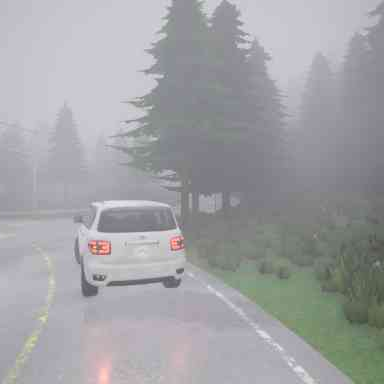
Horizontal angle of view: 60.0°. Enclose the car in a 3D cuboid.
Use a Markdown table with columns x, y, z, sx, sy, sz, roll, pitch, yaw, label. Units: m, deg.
| x | y | z | sx | sy | sz | roll | pitch | yaw | label |
| --- | --- | --- | --- | --- | --- | --- | --- | --- | --- |
| -1.894 | 1.221 | 8.971 | 2.150 | 2.045 | 5.566 | 0 | 0 | -20 | car |
